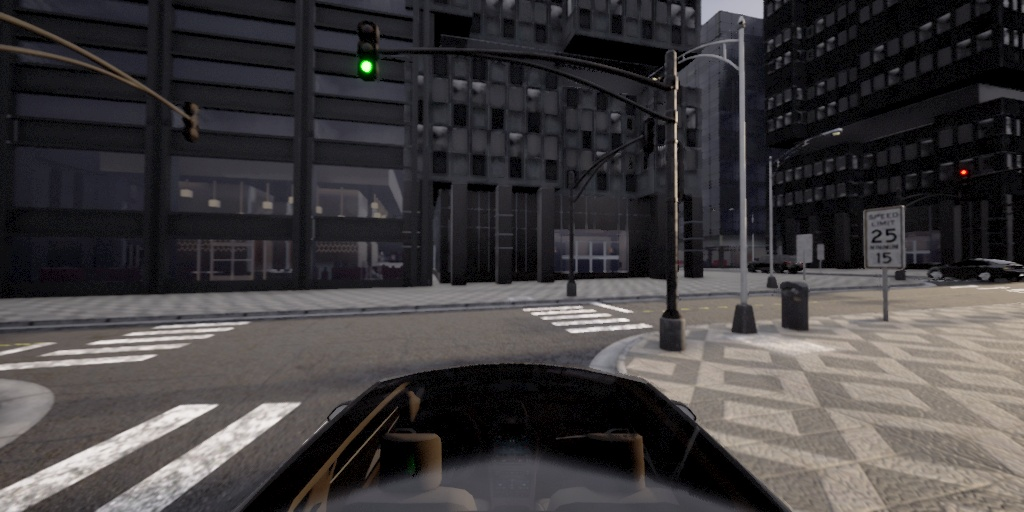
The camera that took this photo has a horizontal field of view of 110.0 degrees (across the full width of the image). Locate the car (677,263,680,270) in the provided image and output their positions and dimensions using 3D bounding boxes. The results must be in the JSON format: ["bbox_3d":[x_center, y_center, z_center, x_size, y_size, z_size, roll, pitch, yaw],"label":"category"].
[{"bbox_3d":[24.481,1.454,57.036,1.837,1.490,4.892,0,-1,-14],"label":"car"}]

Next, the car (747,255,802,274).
[{"bbox_3d":[28.704,0.918,39.542,2.150,2.045,5.566,0,-1,-14],"label":"car"}]

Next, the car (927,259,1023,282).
[{"bbox_3d":[31.758,0.972,24.640,1.837,1.490,4.892,0,-1,4],"label":"car"}]
